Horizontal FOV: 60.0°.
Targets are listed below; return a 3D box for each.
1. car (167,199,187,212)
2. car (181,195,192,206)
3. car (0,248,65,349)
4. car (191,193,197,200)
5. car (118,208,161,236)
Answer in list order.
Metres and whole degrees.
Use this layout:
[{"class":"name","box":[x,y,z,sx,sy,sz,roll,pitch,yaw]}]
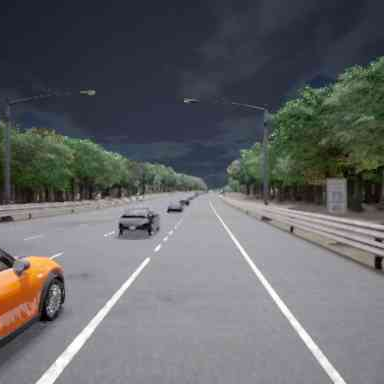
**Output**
[{"class":"car","box":[-2.161,1.961,44.587,1.994,1.385,4.181,0,0,2]},{"class":"car","box":[-1.441,1.884,65.741,1.882,1.535,5.008,0,0,2]},{"class":"car","box":[-3.523,1.388,4.551,2.097,1.767,4.553,0,-1,2]},{"class":"car","box":[-0.452,1.662,93.879,1.895,1.301,4.718,0,1,3]},{"class":"car","box":[-3.008,1.667,19.716,2.128,1.511,4.902,0,-1,2]}]
